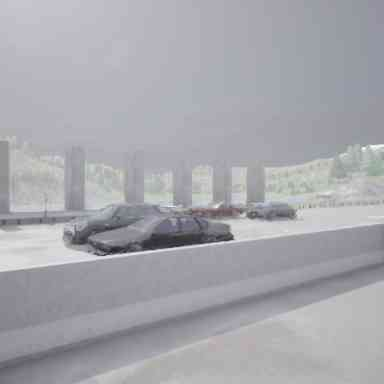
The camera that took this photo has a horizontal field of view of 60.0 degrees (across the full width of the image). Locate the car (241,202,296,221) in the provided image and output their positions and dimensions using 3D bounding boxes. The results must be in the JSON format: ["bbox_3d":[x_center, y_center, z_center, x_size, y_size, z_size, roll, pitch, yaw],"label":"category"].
[{"bbox_3d":[6.172,1.461,25.730,4.181,1.385,1.994,0,0,-37],"label":"car"}]

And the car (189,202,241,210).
[{"bbox_3d":[1.932,1.511,26.944,4.718,1.301,1.895,0,0,-36],"label":"car"}]

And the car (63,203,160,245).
[{"bbox_3d":[-3.201,1.320,14.613,4.553,1.767,2.097,0,0,-36],"label":"car"}]

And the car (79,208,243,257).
[{"bbox_3d":[-0.934,1.516,11.910,5.357,1.411,2.033,0,0,-35],"label":"car"}]
